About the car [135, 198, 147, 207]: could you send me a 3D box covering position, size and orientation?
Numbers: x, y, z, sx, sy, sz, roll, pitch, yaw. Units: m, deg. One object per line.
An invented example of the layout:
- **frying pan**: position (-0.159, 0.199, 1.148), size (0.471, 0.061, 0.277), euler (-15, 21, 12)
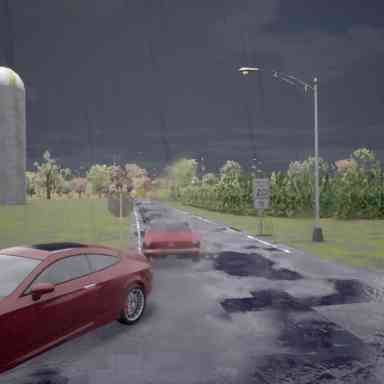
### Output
- **car**: position (-9.180, 1.838, 59.793), size (1.994, 1.385, 4.181), euler (-1, 0, -11)

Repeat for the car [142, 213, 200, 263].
- **car**: position (-0.815, 1.667, 12.279), size (1.895, 1.301, 4.718), euler (-1, 0, -5)

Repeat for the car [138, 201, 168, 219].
- **car**: position (-2.976, 1.688, 26.459), size (1.994, 1.385, 4.181), euler (-1, 0, -11)

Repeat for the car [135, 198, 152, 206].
- **car**: position (-5.614, 1.680, 41.041), size (2.128, 1.511, 4.902), euler (-1, 0, -11)

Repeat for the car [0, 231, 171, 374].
- **car**: position (-2.392, 1.557, 5.059), size (1.812, 1.442, 4.674), euler (0, -1, 29)
